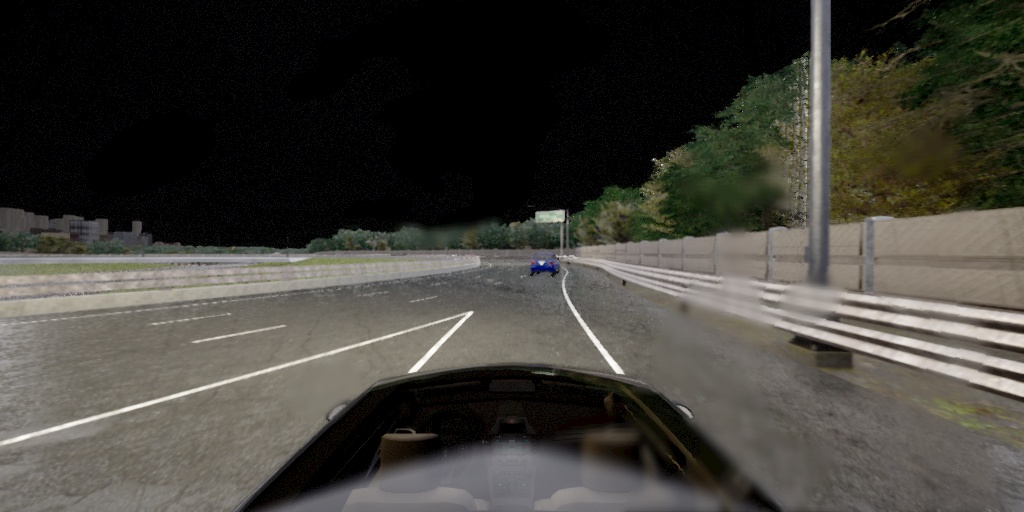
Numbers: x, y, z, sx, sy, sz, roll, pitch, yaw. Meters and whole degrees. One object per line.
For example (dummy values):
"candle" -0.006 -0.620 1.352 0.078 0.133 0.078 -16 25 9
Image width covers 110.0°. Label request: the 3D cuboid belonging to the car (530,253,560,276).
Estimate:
"car" 3.053 0.733 32.698 2.150 2.045 5.566 0 0 12
